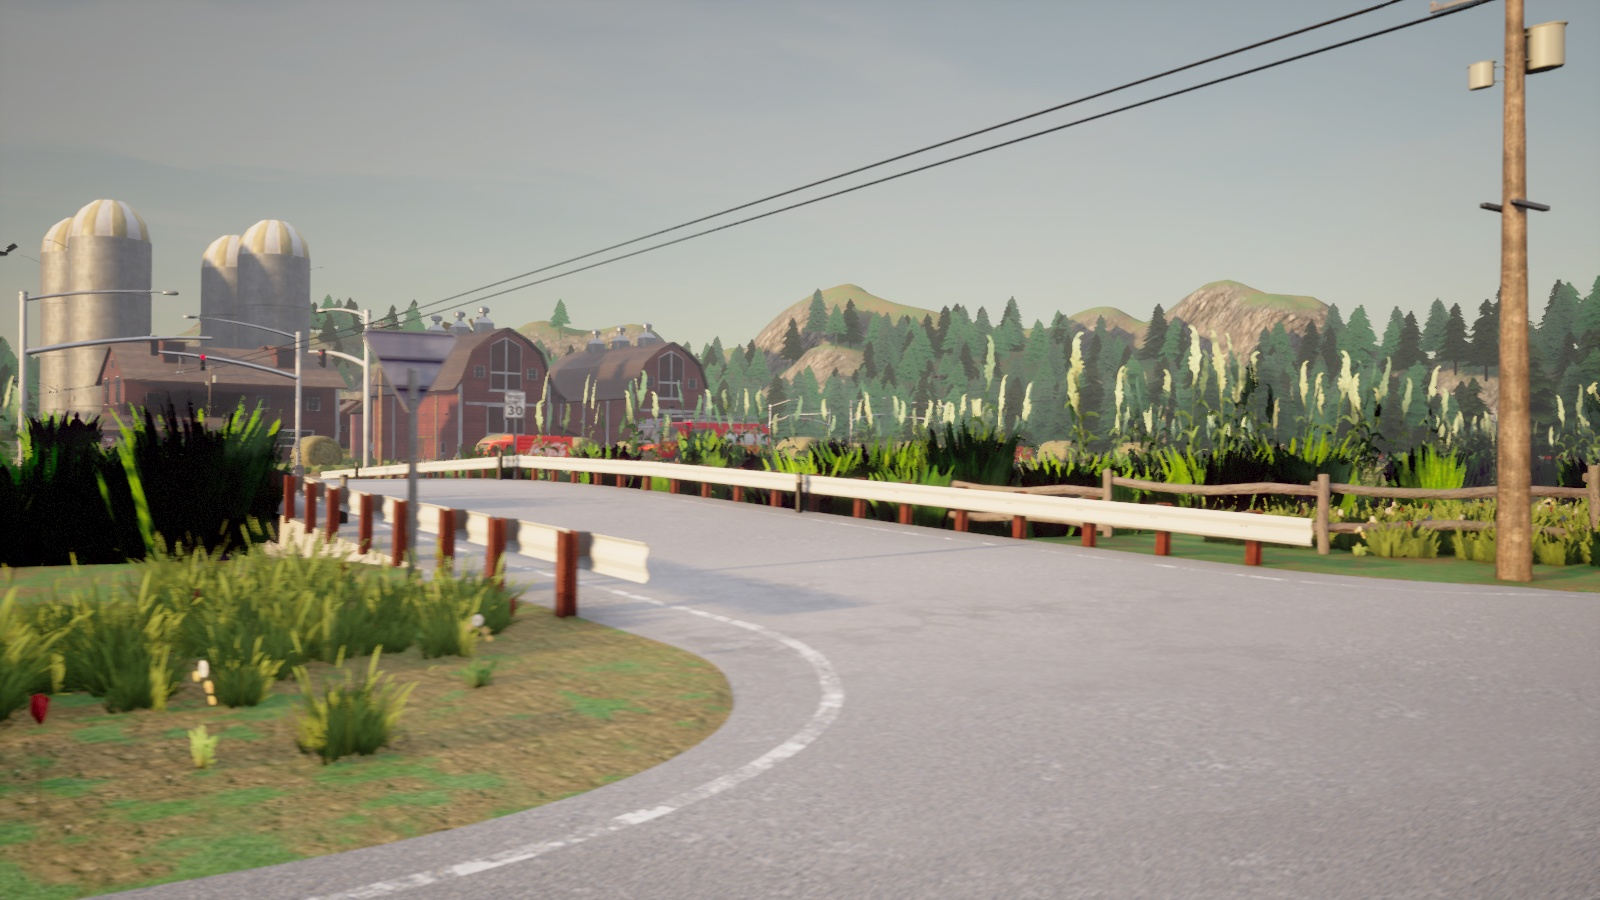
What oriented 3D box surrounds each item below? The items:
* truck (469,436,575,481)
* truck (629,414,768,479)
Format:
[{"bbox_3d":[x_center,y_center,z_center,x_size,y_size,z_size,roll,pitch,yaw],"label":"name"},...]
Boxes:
[{"bbox_3d":[-15.579,0.465,70.553,5.204,2.467,2.627,0,0,-38],"label":"truck"},{"bbox_3d":[-6.221,-0.198,77.939,8.468,3.827,2.891,0,0,-38],"label":"truck"}]
